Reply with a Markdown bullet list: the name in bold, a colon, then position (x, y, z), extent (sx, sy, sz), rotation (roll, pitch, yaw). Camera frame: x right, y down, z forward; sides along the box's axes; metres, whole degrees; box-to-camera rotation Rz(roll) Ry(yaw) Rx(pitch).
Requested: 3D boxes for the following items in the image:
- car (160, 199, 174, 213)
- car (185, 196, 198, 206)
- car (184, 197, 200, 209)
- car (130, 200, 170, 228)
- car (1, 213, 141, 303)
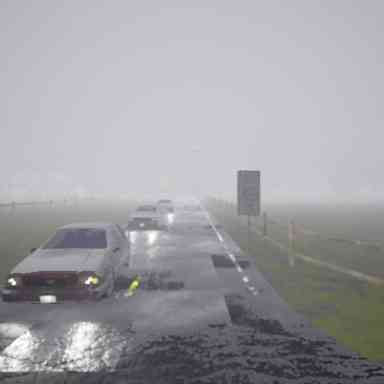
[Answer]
- **car**: position (-2.850, 1.436, 35.164), extent (1.812, 1.442, 4.674), rotation (0, 0, 0)
- **car**: position (-0.027, 1.423, 53.223), extent (1.994, 1.385, 4.181), rotation (0, 0, 0)
- **car**: position (0.030, 1.413, 43.425), extent (1.812, 1.442, 4.674), rotation (0, 0, 1)
- **car**: position (-2.860, 1.494, 21.837), extent (2.033, 1.411, 5.357), rotation (0, 0, 0)
- **car**: position (-2.699, 1.527, 8.613), extent (2.033, 1.411, 5.357), rotation (0, 0, -3)
